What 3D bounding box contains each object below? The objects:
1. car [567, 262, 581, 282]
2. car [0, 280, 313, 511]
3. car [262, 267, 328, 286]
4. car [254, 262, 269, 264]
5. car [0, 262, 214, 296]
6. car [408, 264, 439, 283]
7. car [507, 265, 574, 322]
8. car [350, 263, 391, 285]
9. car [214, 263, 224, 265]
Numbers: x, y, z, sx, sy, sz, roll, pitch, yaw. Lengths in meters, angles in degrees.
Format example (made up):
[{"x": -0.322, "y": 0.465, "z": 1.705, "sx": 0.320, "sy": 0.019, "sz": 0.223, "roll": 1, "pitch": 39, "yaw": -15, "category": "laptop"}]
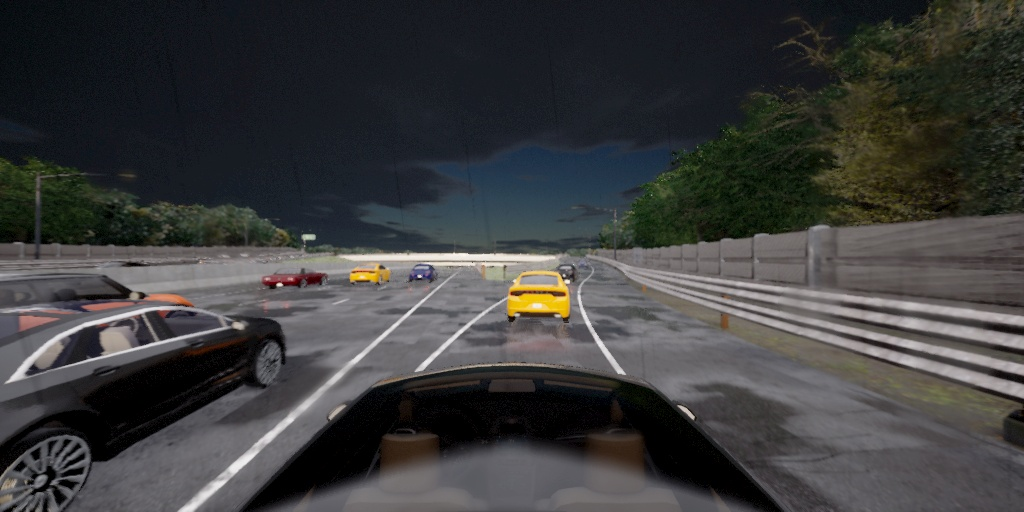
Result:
[{"x": 4.840, "y": 1.475, "z": 31.931, "sx": 1.812, "sy": 1.442, "sz": 4.674, "roll": 0, "pitch": -1, "yaw": 14, "category": "car"}, {"x": -4.409, "y": 1.222, "z": 3.878, "sx": 2.128, "sy": 1.511, "sz": 4.902, "roll": 0, "pitch": 0, "yaw": -6, "category": "car"}, {"x": -13.390, "y": 1.358, "z": 22.523, "sx": 1.895, "sy": 1.301, "sz": 4.718, "roll": 0, "pitch": 0, "yaw": -6, "category": "car"}, {"x": -33.933, "y": 1.534, "z": 48.200, "sx": 2.033, "sy": 1.411, "sz": 5.357, "roll": 0, "pitch": -1, "yaw": -6, "category": "car"}, {"x": -8.098, "y": 1.063, "z": 6.336, "sx": 2.097, "sy": 1.767, "sz": 4.553, "roll": 0, "pitch": 0, "yaw": -6, "category": "car"}, {"x": -7.176, "y": 1.378, "z": 29.174, "sx": 1.812, "sy": 1.442, "sz": 4.674, "roll": 0, "pitch": -1, "yaw": -6, "category": "car"}, {"x": 1.005, "y": 1.264, "z": 12.575, "sx": 1.882, "sy": 1.535, "sz": 5.008, "roll": 0, "pitch": 0, "yaw": 7, "category": "car"}, {"x": -10.299, "y": 1.286, "z": 26.460, "sx": 1.882, "sy": 1.535, "sz": 5.008, "roll": 0, "pitch": -1, "yaw": -6, "category": "car"}, {"x": -24.899, "y": 1.303, "z": 29.377, "sx": 2.033, "sy": 1.411, "sz": 5.357, "roll": 0, "pitch": -1, "yaw": -6, "category": "car"}]
